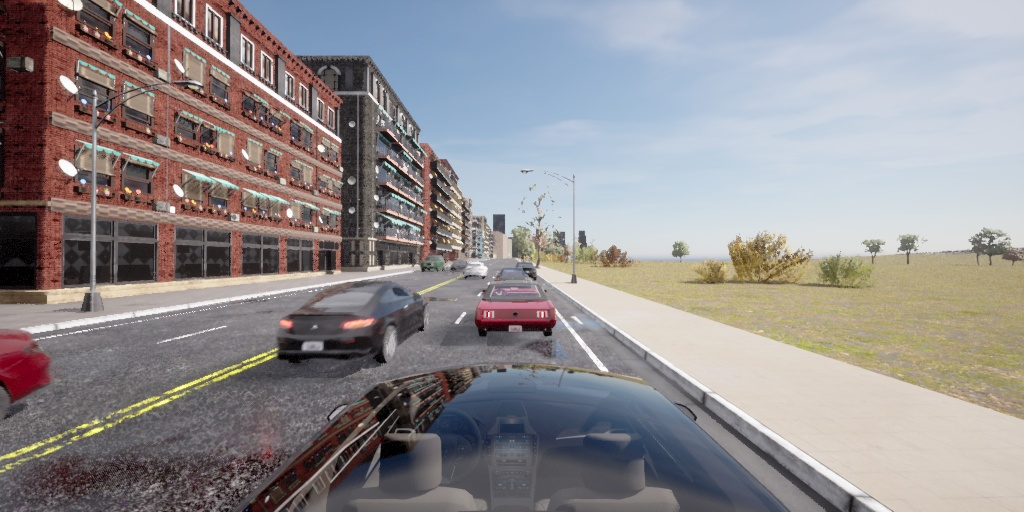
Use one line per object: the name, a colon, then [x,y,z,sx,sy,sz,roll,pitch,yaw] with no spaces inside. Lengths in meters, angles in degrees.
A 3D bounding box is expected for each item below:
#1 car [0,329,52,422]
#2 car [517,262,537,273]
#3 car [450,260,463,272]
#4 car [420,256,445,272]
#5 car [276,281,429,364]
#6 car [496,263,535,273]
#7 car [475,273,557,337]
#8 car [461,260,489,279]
car: [-6.603,1.276,2.458,1.812,1.442,4.674,0,0,0]
car: [1.059,1.259,30.335,1.837,1.490,4.892,0,0,0]
car: [-6.720,1.258,45.873,1.837,1.490,4.892,0,0,0]
car: [-9.970,0.975,45.549,2.150,2.045,5.566,0,0,0]
car: [-3.170,1.277,7.996,1.812,1.442,4.674,0,0,0]
car: [0.040,1.317,20.341,1.994,1.385,4.181,0,0,0]
car: [0.077,1.352,10.311,1.895,1.301,4.718,0,0,0]
car: [-3.235,1.279,32.895,1.812,1.442,4.674,0,0,0]
